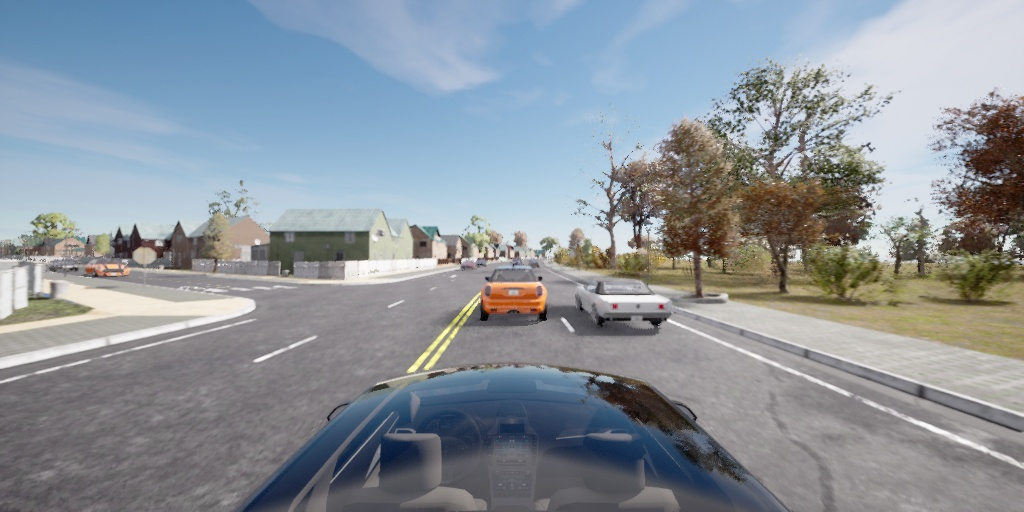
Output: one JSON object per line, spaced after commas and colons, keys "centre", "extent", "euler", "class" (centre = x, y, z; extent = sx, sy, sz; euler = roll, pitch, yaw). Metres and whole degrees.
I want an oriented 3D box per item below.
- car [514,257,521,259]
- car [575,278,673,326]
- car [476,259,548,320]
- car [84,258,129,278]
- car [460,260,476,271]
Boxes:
{"centre": [0.725, 1.392, 64.841], "extent": [1.895, 1.301, 4.718], "euler": [0, 0, 4], "class": "car"}
{"centre": [3.309, 1.362, 11.667], "extent": [1.895, 1.301, 4.718], "euler": [0, 0, 0], "class": "car"}
{"centre": [0.065, 1.113, 12.860], "extent": [2.097, 1.767, 4.553], "euler": [0, 0, 0], "class": "car"}
{"centre": [-36.603, 0.997, 32.410], "extent": [4.553, 1.767, 2.097], "euler": [0, -1, 31], "class": "car"}
{"centre": [-6.291, 1.318, 51.916], "extent": [1.812, 1.442, 4.674], "euler": [0, 0, 2], "class": "car"}
